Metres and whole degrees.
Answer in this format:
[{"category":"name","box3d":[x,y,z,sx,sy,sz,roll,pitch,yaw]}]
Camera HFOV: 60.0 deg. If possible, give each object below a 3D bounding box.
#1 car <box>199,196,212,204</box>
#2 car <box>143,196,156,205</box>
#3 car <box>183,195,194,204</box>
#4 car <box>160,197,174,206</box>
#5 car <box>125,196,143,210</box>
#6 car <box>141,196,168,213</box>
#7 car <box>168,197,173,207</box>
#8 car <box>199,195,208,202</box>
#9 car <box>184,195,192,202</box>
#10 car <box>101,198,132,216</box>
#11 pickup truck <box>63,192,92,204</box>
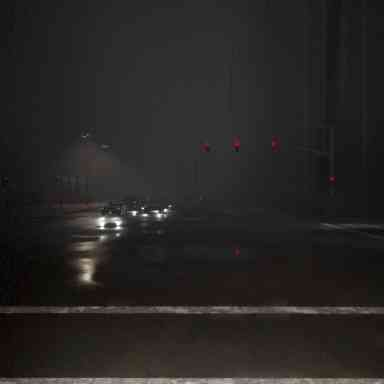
[{"category":"car","box3d":[2.773,1.492,63.209,2.128,1.511,4.902,0,0,-1]},{"category":"car","box3d":[-7.867,1.477,61.681,1.882,1.535,5.008,0,0,0]},{"category":"car","box3d":[-0.749,1.352,65.456,2.097,1.767,4.553,0,0,-1]},{"category":"car","box3d":[-4.338,1.547,57.933,2.033,1.411,5.357,0,0,0]},{"category":"car","box3d":[-7.706,1.352,41.884,2.097,1.767,4.553,0,0,0]},{"category":"car","box3d":[-4.165,1.526,37.254,1.812,1.442,4.674,0,0,2]},{"category":"car","box3d":[-4.253,1.491,47.281,2.128,1.511,4.902,0,0,0]},{"category":"car","box3d":[2.555,1.524,75.254,1.812,1.442,4.674,0,0,-1]},{"category":"car","box3d":[-0.947,1.478,75.459,1.882,1.535,5.008,0,0,-1]},{"category":"car","box3d":[-7.612,1.601,33.115,1.895,1.301,4.718,0,0,-1]},{"category":"pickup truck","box3d":[-20.918,1.059,60.092,2.390,2.098,6.274,0,0,30]}]
